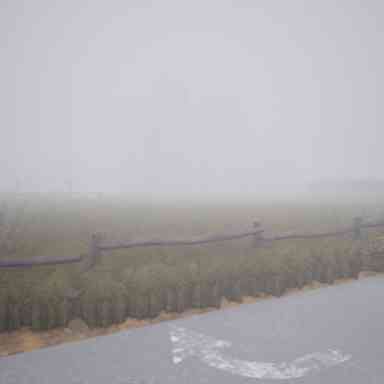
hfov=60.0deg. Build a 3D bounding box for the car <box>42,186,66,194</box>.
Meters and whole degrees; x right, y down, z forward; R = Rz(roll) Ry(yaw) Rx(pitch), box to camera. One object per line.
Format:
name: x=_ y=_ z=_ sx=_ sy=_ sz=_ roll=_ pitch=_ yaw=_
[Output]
car: x=-31.030 y=-0.212 z=75.839 sx=4.611 sy=1.667 sz=2.242 roll=0 pitch=1 yaw=-31
